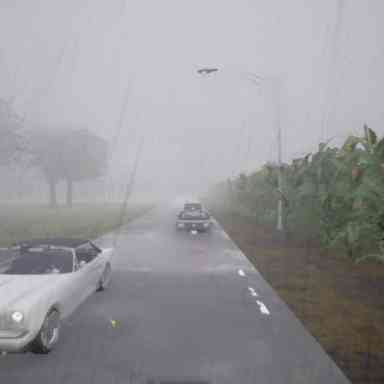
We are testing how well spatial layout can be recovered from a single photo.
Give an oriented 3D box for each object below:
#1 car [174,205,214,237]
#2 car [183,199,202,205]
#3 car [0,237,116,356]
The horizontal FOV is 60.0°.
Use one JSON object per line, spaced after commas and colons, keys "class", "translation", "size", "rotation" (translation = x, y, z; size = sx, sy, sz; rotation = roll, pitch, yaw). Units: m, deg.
{"class": "car", "translation": [0.094, 1.608, 17.969], "size": [1.895, 1.301, 4.718], "rotation": [0, 0, 0]}
{"class": "car", "translation": [0.100, 1.502, 36.190], "size": [1.882, 1.535, 5.008], "rotation": [0, 0, 0]}
{"class": "car", "translation": [-2.852, 1.603, 6.194], "size": [1.895, 1.301, 4.718], "rotation": [0, 0, 0]}
